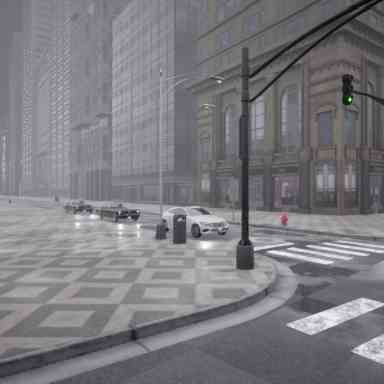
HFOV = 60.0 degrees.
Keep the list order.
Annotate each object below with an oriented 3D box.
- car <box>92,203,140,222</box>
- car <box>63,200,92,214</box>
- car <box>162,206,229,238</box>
[{"bbox_3d":[-5.807,1.523,25.867,1.895,1.301,4.718,0,0,-35],"label":"car"},{"bbox_3d":[-11.691,1.498,34.156,1.895,1.301,4.718,0,0,-35],"label":"car"},{"bbox_3d":[-0.052,1.475,17.749,1.812,1.442,4.674,0,0,-37],"label":"car"}]
